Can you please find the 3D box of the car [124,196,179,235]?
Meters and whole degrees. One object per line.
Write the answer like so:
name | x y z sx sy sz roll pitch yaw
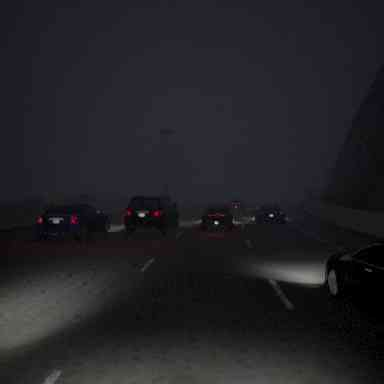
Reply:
car | -2.144 1.224 19.012 2.150 2.045 5.566 0 0 7

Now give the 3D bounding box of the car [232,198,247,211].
car | 5.812 1.528 41.810 1.837 1.490 4.892 0 0 15

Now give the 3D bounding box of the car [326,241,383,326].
car | 3.803 1.513 5.451 1.837 1.490 4.892 0 0 2

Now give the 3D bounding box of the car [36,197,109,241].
car | -5.870 1.348 16.977 2.097 1.767 4.553 0 0 5

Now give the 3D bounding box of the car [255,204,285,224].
car | 5.755 1.582 24.817 1.994 1.385 4.181 0 0 9

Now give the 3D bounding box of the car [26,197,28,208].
car | -22.229 1.472 45.891 2.128 1.511 4.902 0 0 14

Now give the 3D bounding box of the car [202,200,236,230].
car | 1.714 1.515 21.458 1.837 1.490 4.892 0 0 8

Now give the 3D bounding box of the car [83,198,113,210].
car | -12.109 1.558 43.097 1.994 1.385 4.181 0 0 14
